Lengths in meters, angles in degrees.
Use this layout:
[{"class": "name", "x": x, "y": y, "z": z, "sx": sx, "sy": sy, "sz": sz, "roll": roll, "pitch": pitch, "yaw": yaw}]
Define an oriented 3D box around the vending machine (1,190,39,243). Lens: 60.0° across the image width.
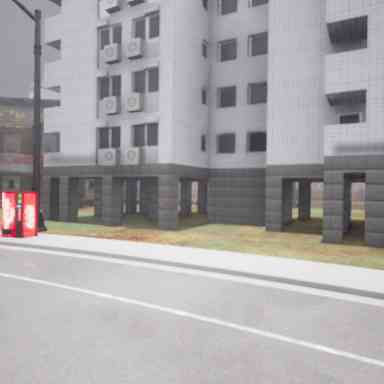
[{"class": "vending machine", "x": -7.187, "y": 0.961, "z": 13.920, "sx": 0.880, "sy": 2.100, "sz": 1.100, "roll": 1, "pitch": 1, "yaw": 21}]
